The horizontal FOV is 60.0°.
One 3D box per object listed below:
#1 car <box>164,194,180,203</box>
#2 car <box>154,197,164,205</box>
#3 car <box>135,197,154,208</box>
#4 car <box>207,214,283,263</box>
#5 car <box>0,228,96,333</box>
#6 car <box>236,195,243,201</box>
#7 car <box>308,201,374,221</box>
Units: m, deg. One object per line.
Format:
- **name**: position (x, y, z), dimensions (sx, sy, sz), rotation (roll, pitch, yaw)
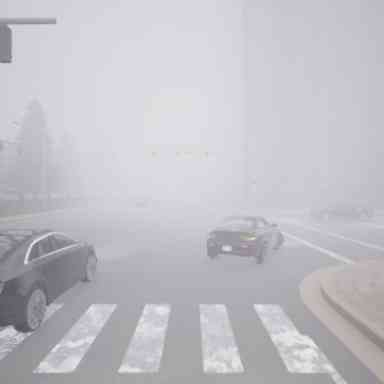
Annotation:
- **car**: position (-4.150, 1.269, 67.633), dimensions (2.097, 1.767, 4.553), rotation (0, 0, 21)
- **car**: position (-6.735, 1.492, 57.822), dimensions (1.994, 1.385, 4.181), rotation (0, 0, 5)
- **car**: position (-7.008, 1.445, 47.884), dimensions (1.837, 1.490, 4.892), rotation (0, 0, 1)
- **car**: position (1.994, 1.537, 12.029), dimensions (1.812, 1.442, 4.674), rotation (0, -1, 24)
- **car**: position (-3.402, 1.484, 6.754), dimensions (2.128, 1.511, 4.902), rotation (0, 0, 0)
- **car**: position (13.001, 1.427, 80.924), dimensions (4.674, 1.442, 1.812), rotation (0, 0, -24)
- **car**: position (11.889, 1.530, 26.677), dimensions (4.892, 1.490, 1.837), rotation (0, 0, 0)
